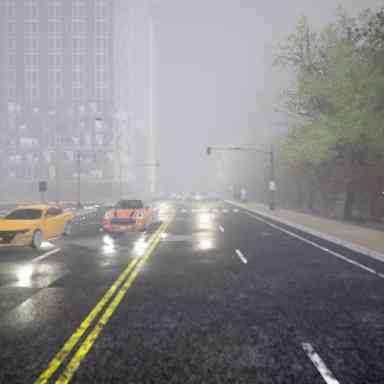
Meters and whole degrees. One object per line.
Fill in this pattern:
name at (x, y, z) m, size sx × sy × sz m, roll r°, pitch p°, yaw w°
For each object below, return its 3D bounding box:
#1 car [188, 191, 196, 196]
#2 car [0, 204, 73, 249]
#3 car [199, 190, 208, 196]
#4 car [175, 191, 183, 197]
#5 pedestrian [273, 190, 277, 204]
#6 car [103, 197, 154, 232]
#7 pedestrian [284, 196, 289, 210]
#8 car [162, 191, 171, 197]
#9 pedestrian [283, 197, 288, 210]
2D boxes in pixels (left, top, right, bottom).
car at (-0.013, 0.423, 90.117) m, size 1.994 × 1.385 × 4.181 m, roll 0°, pitch 1°, yaw 0°
car at (-6.598, 1.307, 13.867) m, size 1.882 × 1.535 × 5.008 m, roll 0°, pitch 0°, yaw 0°
car at (3.237, 0.226, 90.085) m, size 2.097 × 1.767 × 4.553 m, roll 0°, pitch 1°, yaw 0°
car at (-3.264, 0.400, 86.061) m, size 1.882 × 1.535 × 5.008 m, roll 0°, pitch 1°, yaw 0°
pedestrian at (8.005, 0.736, 32.595) m, size 0.375 × 1.860 × 0.375 m, roll 0°, pitch 1°, yaw 0°
car at (-3.340, 1.126, 18.271) m, size 2.097 × 1.767 × 4.553 m, roll 0°, pitch 1°, yaw 0°
pedestrian at (9.071, 1.032, 32.001) m, size 0.375 × 1.300 × 0.375 m, roll 0°, pitch 1°, yaw 0°
car at (-6.514, 0.446, 86.061) m, size 1.812 × 1.442 × 4.674 m, roll 0°, pitch 1°, yaw 0°
pedestrian at (8.910, 1.131, 31.403) m, size 0.500 × 1.100 × 0.500 m, roll 0°, pitch 1°, yaw 0°
